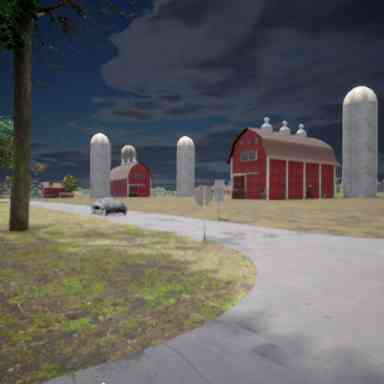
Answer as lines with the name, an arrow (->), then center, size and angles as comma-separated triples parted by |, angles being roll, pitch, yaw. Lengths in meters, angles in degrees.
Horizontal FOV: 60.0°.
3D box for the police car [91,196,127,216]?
police car -> -7.260, 1.185, 28.965 | 1.930, 1.638, 5.238 | 1, 0, -34
